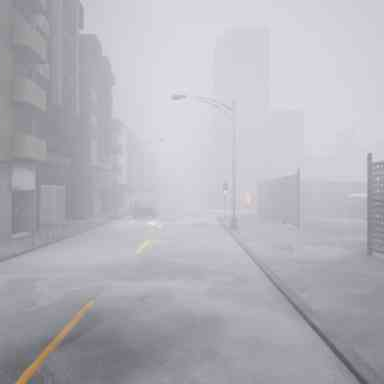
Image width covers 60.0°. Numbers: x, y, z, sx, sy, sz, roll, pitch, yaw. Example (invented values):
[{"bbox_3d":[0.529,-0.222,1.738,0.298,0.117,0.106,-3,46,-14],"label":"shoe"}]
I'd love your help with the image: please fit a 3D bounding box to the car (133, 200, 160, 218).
[{"bbox_3d":[-4.000,1.481,29.910,1.882,1.535,5.008,0,0,0],"label":"car"}]
